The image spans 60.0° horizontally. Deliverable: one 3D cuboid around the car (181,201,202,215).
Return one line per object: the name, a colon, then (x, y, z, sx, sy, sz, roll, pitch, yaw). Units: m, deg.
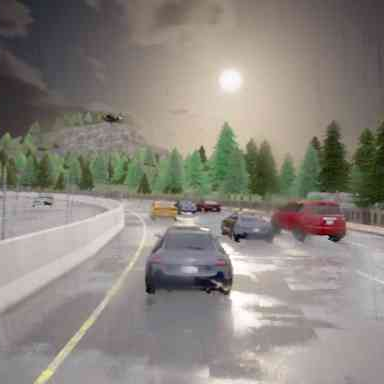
car: (-0.999, 1.663, 36.011, 2.033, 1.411, 5.357, 2, 0, -17)

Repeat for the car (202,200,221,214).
car: (1.750, 1.698, 38.732, 1.882, 1.535, 5.008, 2, 0, -17)

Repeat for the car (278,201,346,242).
car: (6.219, 1.511, 18.363, 2.150, 2.045, 5.566, 2, 0, -6)

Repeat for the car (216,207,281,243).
car: (2.760, 1.730, 17.292, 1.994, 1.385, 4.181, 2, 0, -6)

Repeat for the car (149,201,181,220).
car: (-2.457, 1.508, 27.628, 1.882, 1.535, 5.008, 2, 0, -12)

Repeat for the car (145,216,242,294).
car: (-0.108, 1.597, 8.937, 1.994, 1.385, 4.181, 2, 0, -2)
